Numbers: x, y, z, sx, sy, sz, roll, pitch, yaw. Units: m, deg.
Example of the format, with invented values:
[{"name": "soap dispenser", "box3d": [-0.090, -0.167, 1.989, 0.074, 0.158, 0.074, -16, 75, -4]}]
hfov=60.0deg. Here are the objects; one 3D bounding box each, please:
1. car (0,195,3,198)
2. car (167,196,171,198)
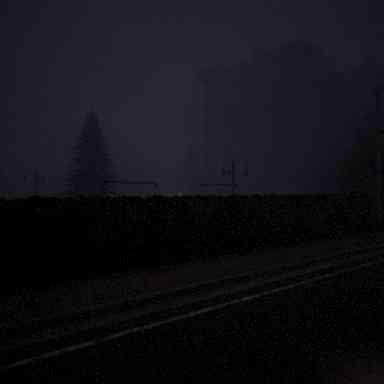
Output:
[{"name": "car", "box3d": [-40.312, 1.374, 67.393, 3.633, 1.501, 1.845, 0, 0, -38]}, {"name": "car", "box3d": [-4.684, 1.337, 50.366, 2.097, 1.767, 4.553, 0, 0, -38]}]
